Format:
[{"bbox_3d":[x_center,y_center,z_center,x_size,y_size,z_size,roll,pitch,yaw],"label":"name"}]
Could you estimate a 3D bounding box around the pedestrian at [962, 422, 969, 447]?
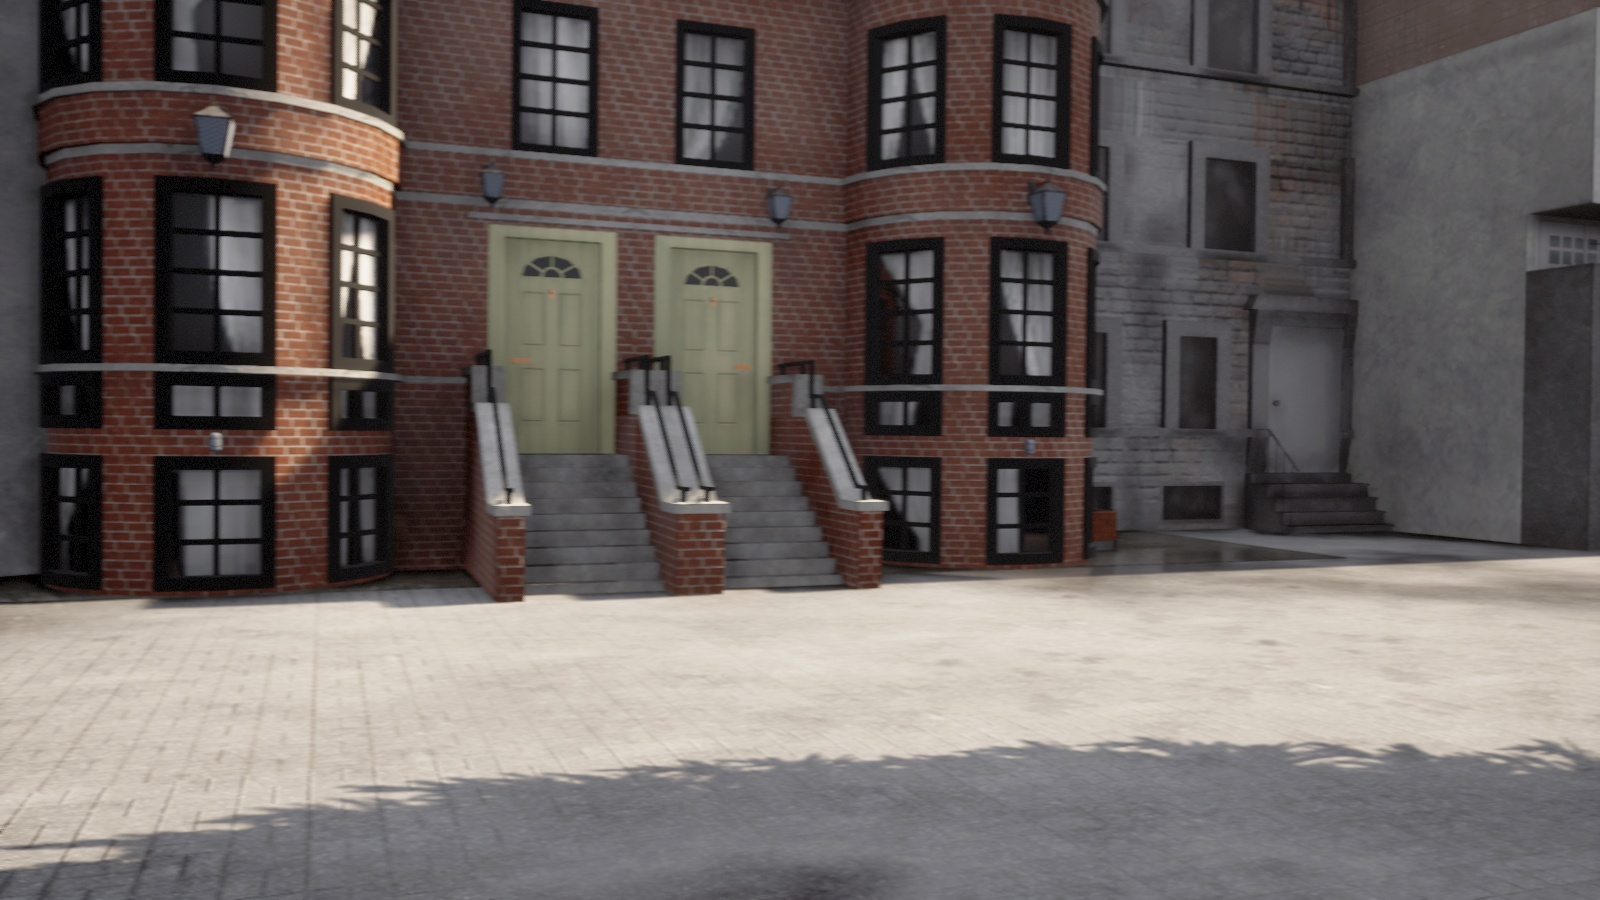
[{"bbox_3d":[12.328,-1.154,93.552,0.345,1.836,0.594,-1,1,-10],"label":"pedestrian"}]
